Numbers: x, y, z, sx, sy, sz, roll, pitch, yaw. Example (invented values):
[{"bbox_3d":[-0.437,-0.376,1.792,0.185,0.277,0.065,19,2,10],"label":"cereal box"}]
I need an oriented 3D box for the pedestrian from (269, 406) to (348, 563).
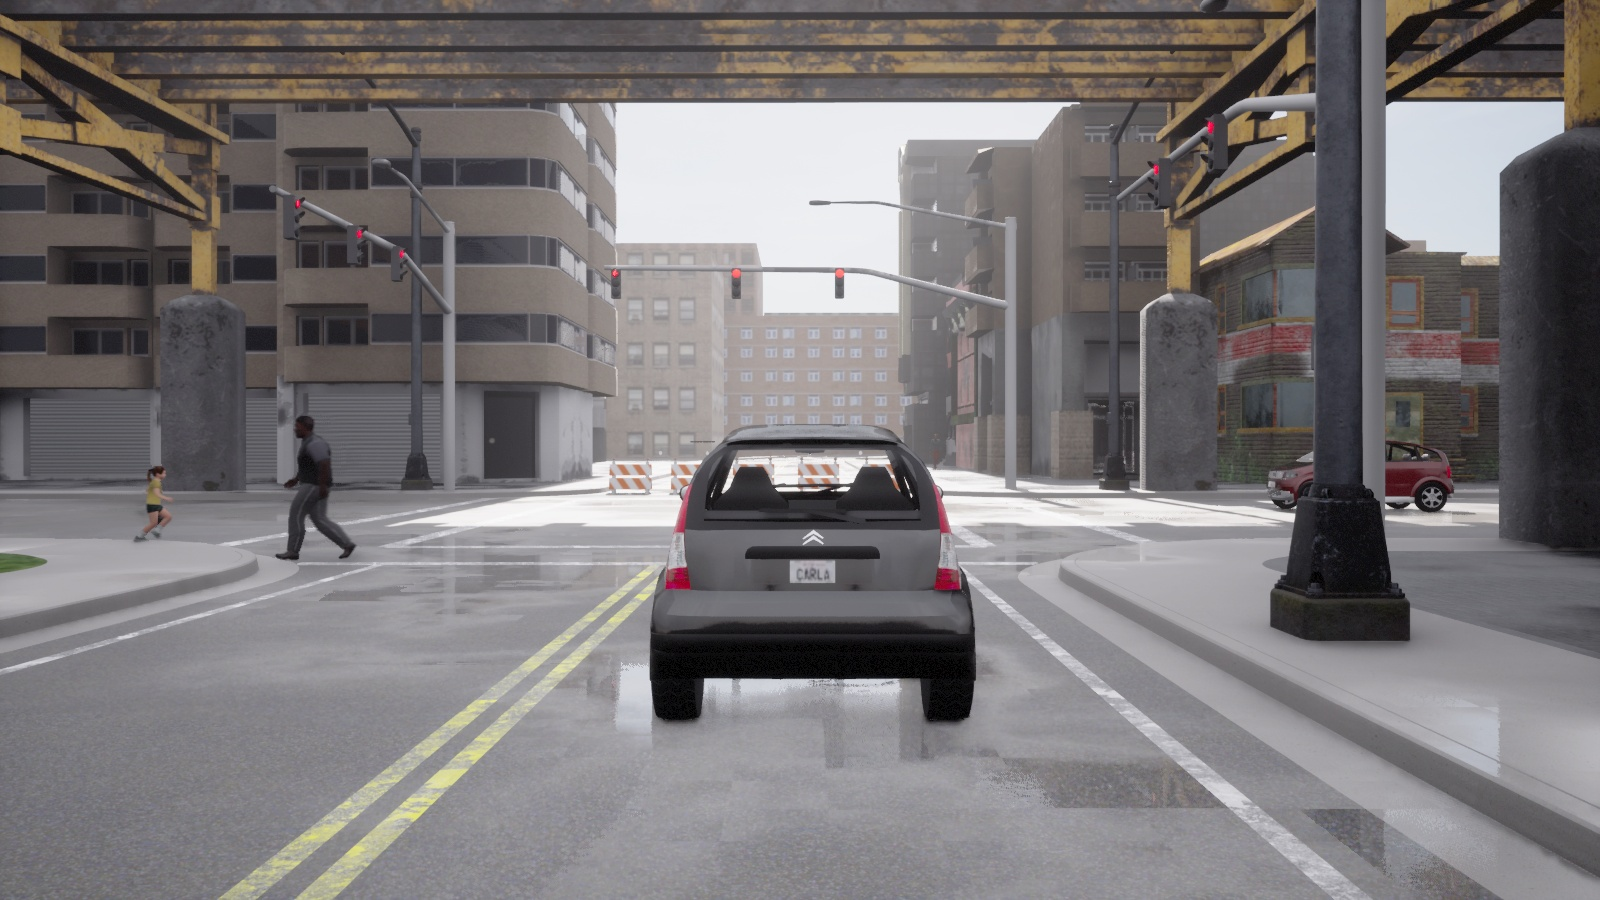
[{"bbox_3d":[-6.002,0.410,15.362,0.849,1.883,0.563,0,0,-16],"label":"pedestrian"}]

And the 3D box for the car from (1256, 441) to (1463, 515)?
[{"bbox_3d":[12.146,0.580,27.426,3.705,1.549,1.789,0,0,0],"label":"car"}]

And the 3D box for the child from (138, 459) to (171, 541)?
[{"bbox_3d":[-8.863,0.677,17.245,0.394,1.110,0.255,0,0,-31],"label":"child"}]

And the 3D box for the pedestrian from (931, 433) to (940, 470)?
[{"bbox_3d":[6.747,0.064,62.535,0.353,1.847,0.614,0,0,-4],"label":"pedestrian"}]

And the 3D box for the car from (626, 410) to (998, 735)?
[{"bbox_3d":[0.073,0.598,8.243,1.851,1.617,3.988,0,0,0],"label":"car"}]
